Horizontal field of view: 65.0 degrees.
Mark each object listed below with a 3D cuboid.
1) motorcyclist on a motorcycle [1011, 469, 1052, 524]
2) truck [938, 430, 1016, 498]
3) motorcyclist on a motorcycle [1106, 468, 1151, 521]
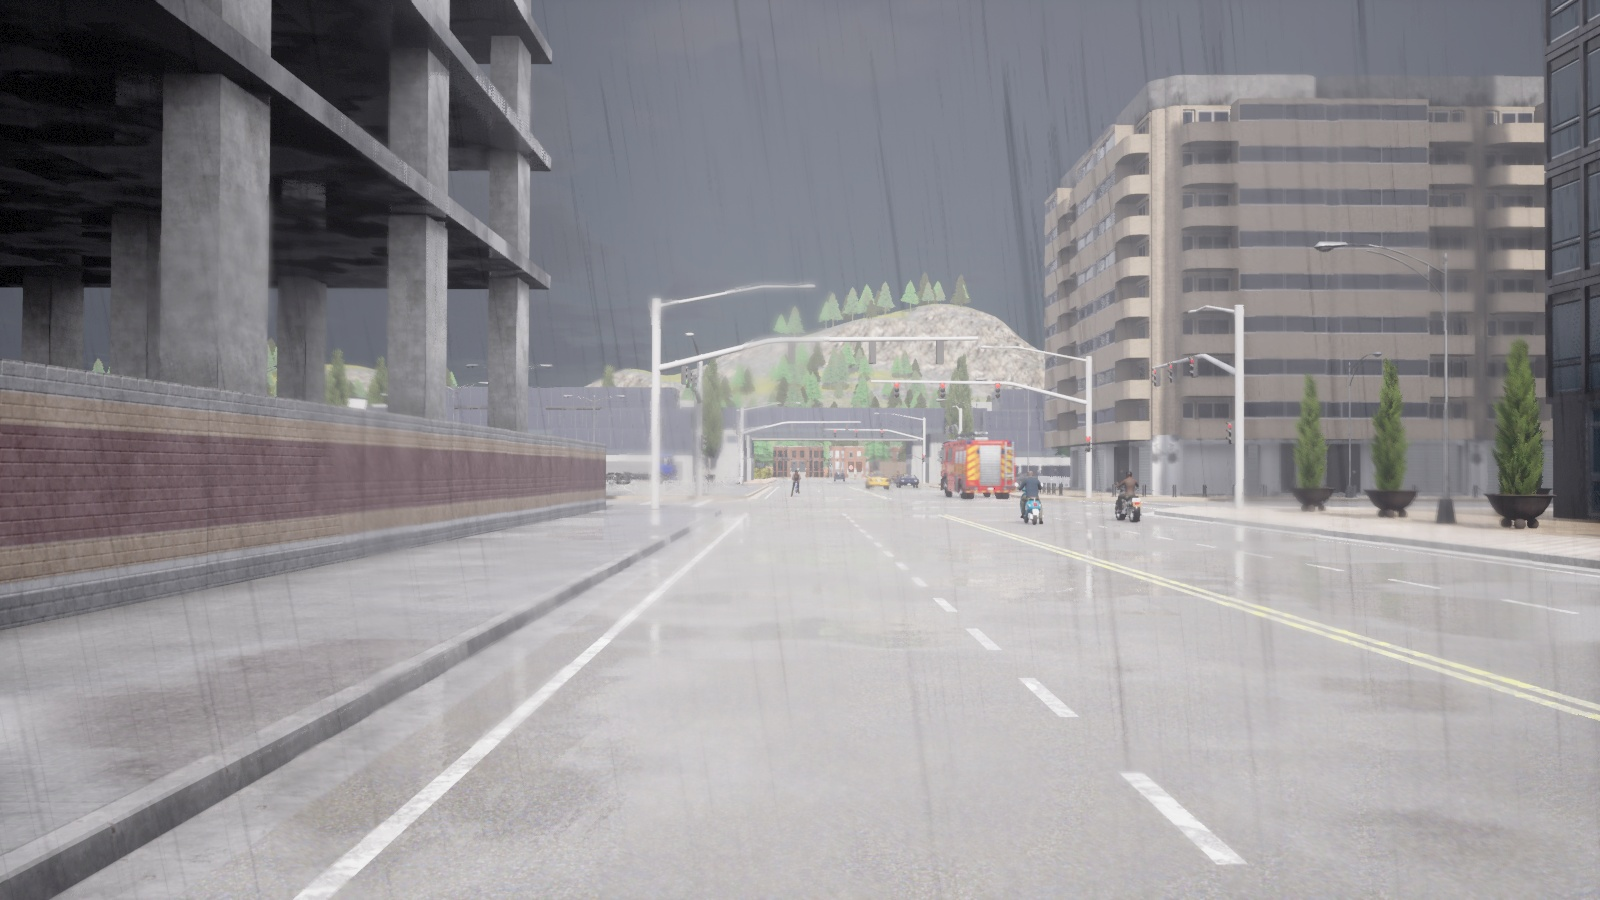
[{"bbox_3d":[6.898,1.369,37.519,0.866,1.590,1.817,0,-1,0],"label":"motorcyclist on a motorcycle"},{"bbox_3d":[10.394,0.858,74.621,2.891,3.827,8.468,0,-1,-3],"label":"truck"},{"bbox_3d":[10.392,1.390,39.816,0.766,1.649,2.350,0,-1,0],"label":"motorcyclist on a motorcycle"}]
